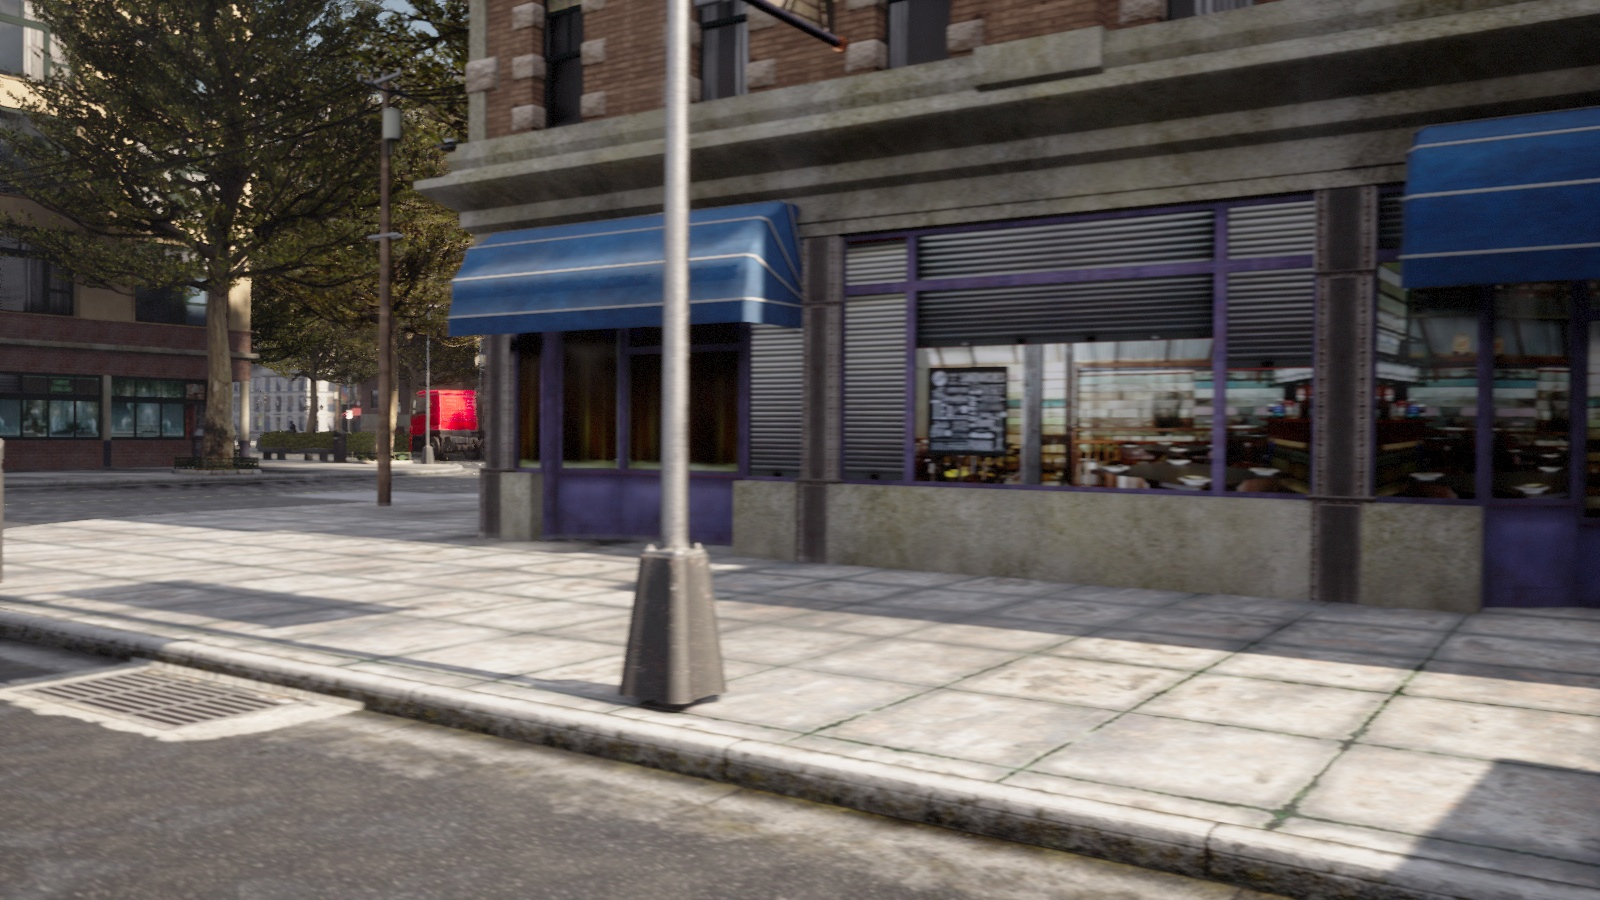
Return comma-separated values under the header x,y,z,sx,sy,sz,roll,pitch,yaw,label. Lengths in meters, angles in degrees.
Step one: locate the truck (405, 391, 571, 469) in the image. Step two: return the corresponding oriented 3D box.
x,y,z,sx,sy,sz,roll,pitch,yaw,label
-14.707,-0.922,58.957,7.936,3.462,2.891,0,1,34,truck
